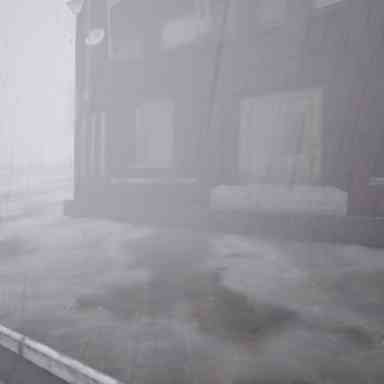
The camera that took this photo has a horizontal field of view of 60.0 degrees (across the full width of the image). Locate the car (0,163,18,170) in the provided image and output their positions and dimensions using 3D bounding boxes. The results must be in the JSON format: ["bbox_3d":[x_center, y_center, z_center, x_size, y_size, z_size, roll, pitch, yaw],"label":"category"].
[{"bbox_3d":[-25.529,-3.462,47.573,4.674,1.452,2.002,1,1,28],"label":"car"}]

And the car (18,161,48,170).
[{"bbox_3d":[-20.698,-3.397,45.113,4.892,1.521,2.231,1,1,27],"label":"car"}]

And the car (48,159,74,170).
[{"bbox_3d":[-15.618,-3.396,42.669,4.553,1.767,2.185,1,1,26],"label":"car"}]
